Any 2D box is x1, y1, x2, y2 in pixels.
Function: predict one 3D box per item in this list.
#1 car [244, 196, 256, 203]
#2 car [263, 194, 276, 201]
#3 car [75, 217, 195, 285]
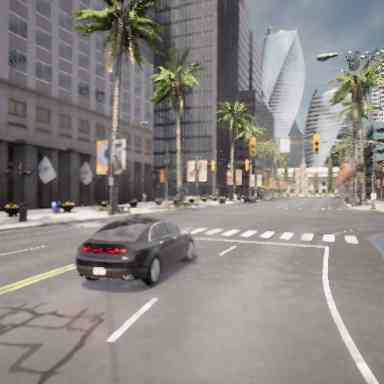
[{"bbox_3d":[12.287,1.543,70.262,2.161,1.482,4.786,0,0,22],"label":"car"},{"bbox_3d":[20.757,1.432,90.493,2.185,1.767,4.553,0,0,22],"label":"car"},{"bbox_3d":[-1.322,1.486,9.576,1.837,1.490,4.892,0,0,17],"label":"car"}]
